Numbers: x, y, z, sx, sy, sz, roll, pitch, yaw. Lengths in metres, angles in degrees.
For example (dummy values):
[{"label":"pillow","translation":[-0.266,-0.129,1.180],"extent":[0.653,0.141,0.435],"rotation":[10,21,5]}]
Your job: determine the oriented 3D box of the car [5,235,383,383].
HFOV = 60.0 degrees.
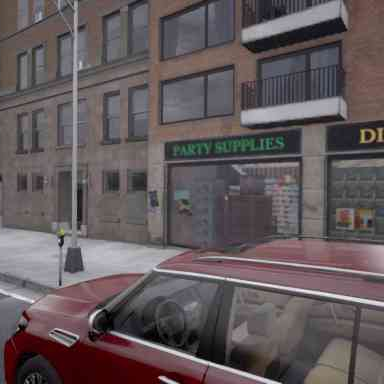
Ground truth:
[{"label":"car","translation":[0.547,1.315,2.676],"extent":[5.009,1.841,2.192],"rotation":[0,1,35]}]
